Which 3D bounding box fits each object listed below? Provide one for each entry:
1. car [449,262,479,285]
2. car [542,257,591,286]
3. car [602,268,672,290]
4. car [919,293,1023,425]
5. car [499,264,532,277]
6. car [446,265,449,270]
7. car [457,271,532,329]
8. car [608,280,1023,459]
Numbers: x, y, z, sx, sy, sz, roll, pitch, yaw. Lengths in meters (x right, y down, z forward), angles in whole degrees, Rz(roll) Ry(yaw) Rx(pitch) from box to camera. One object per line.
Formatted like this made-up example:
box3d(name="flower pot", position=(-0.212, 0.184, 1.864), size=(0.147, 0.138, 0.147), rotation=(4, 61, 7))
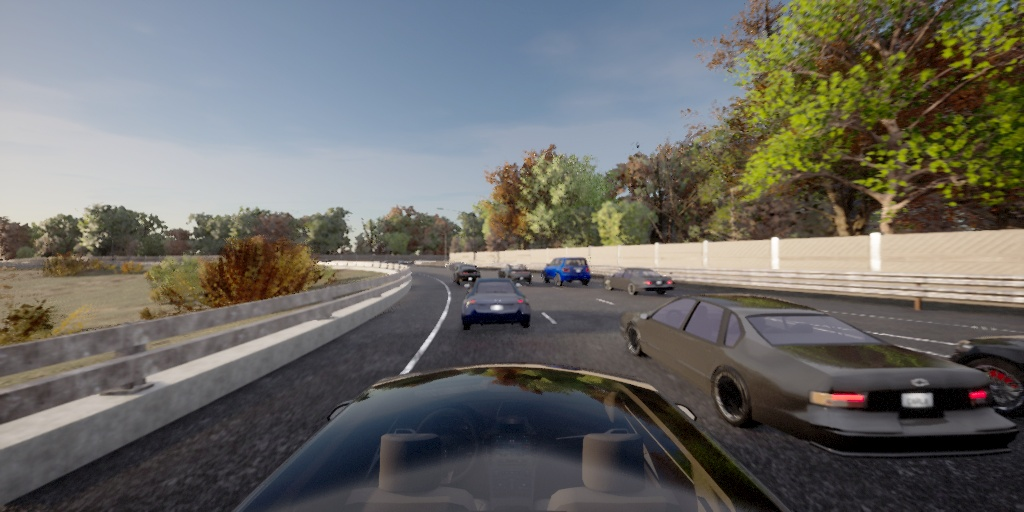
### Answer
box3d(name="car", position=(-3.633, 1.430, 28.393), size=(1.837, 1.490, 4.892), rotation=(0, 0, -14))
box3d(name="car", position=(3.923, 1.104, 26.581), size=(2.150, 2.045, 5.566), rotation=(0, 0, -11))
box3d(name="car", position=(6.959, 1.379, 20.355), size=(2.033, 1.411, 5.357), rotation=(0, 0, -9))
box3d(name="car", position=(6.907, 1.250, 2.931), size=(1.812, 1.442, 4.674), rotation=(1, 0, -1))
box3d(name="car", position=(0.125, 1.397, 27.810), size=(2.128, 1.511, 4.902), rotation=(0, 0, -14))
box3d(name="car", position=(-9.068, 1.679, 59.014), size=(2.033, 1.411, 5.357), rotation=(0, 0, -31))
box3d(name="car", position=(-0.600, 1.376, 11.665), size=(1.994, 1.385, 4.181), rotation=(0, 0, -6))
box3d(name="car", position=(3.394, 1.307, 5.607), size=(2.033, 1.411, 5.357), rotation=(0, 0, -2))
